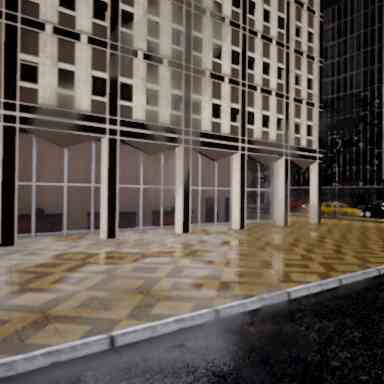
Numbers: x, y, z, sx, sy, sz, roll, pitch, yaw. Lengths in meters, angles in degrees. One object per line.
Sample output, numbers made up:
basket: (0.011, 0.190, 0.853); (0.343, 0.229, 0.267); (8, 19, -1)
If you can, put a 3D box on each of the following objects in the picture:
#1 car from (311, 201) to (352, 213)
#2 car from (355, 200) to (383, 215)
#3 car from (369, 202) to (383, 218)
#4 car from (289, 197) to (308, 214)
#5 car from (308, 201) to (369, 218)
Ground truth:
car: (17.909, 1.879, 42.919); (2.008, 1.369, 4.403); (1, -1, -36)
car: (21.308, 1.803, 38.370); (1.967, 1.590, 4.097); (1, -1, -36)
car: (18.731, 1.801, 31.883); (1.837, 1.490, 4.892); (1, 0, -36)
car: (11.012, 1.516, 37.825); (2.192, 1.841, 5.009); (1, -1, -36)
car: (14.459, 1.761, 33.101); (1.752, 1.417, 4.829); (1, -1, -36)
